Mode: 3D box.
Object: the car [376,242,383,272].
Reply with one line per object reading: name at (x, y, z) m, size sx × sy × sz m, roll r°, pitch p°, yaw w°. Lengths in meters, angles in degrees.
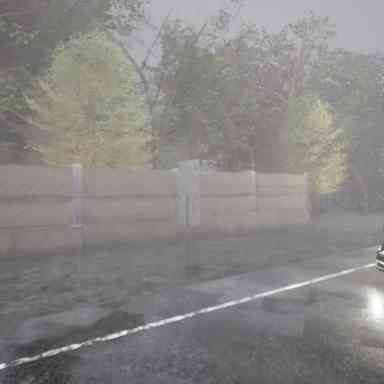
car at (6.768, 1.393, 8.813) m, size 4.892 × 1.490 × 1.837 m, roll 0°, pitch 1°, yaw -36°
